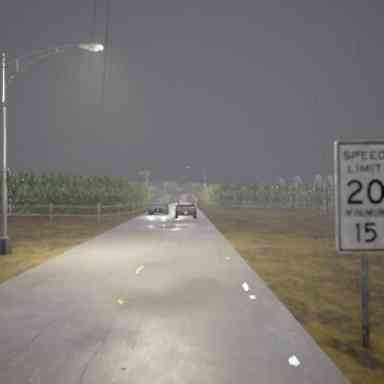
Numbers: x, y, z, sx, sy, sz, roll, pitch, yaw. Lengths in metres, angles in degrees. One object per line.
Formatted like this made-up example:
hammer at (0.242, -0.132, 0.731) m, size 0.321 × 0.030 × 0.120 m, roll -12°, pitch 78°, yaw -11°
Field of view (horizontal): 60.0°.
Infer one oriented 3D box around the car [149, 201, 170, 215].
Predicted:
car at (-3.417, 1.682, 35.136) m, size 1.994 × 1.385 × 4.181 m, roll -1°, pitch 0°, yaw -1°

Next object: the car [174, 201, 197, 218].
car at (-0.569, 1.552, 30.334) m, size 2.128 × 1.511 × 4.902 m, roll -1°, pitch 0°, yaw -1°
